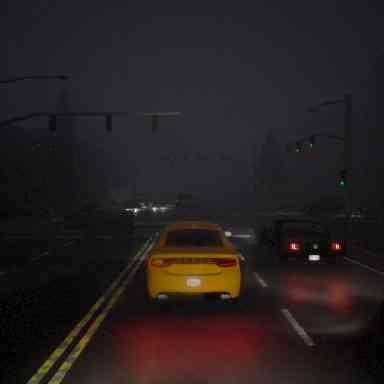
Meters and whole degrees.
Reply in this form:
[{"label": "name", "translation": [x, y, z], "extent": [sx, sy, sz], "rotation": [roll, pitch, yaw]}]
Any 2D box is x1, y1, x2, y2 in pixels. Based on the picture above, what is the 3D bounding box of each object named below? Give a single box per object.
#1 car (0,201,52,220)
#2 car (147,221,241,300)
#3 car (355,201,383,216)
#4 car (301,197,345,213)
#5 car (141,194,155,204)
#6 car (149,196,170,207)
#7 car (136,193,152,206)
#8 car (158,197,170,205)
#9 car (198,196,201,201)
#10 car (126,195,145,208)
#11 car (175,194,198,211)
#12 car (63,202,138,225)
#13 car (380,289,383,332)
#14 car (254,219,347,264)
[{"label": "car", "translation": [-13.964, 1.491, 27.004], "extent": [4.902, 1.511, 2.128], "rotation": [0, 0, -4]}, {"label": "car", "translation": [0.034, 1.478, 8.471], "extent": [1.882, 1.535, 5.008], "rotation": [0, 0, 0]}, {"label": "car", "translation": [18.773, 1.547, 32.194], "extent": [5.357, 1.411, 2.033], "rotation": [0, 0, -2]}, {"label": "car", "translation": [14.083, 1.352, 35.560], "extent": [4.553, 1.767, 2.097], "rotation": [0, 0, -2]}, {"label": "car", "translation": [-8.642, 1.352, 65.550], "extent": [2.097, 1.767, 4.553], "rotation": [0, 0, -1]}, {"label": "car", "translation": [-4.793, 1.564, 49.743], "extent": [1.994, 1.385, 4.181], "rotation": [0, 0, -2]}, {"label": "car", "translation": [-8.441, 1.221, 55.750], "extent": [2.150, 2.045, 5.566], "rotation": [0, 0, -1]}, {"label": "car", "translation": [-5.029, 1.564, 59.772], "extent": [1.994, 1.385, 4.181], "rotation": [0, 0, -1]}, {"label": "car", "translation": [1.306, 1.595, 88.208], "extent": [1.895, 1.301, 4.718], "rotation": [0, 0, -1]}, {"label": "car", "translation": [-8.208, 1.564, 46.431], "extent": [1.994, 1.385, 4.181], "rotation": [0, 0, -1]}, {"label": "car", "translation": [-0.781, 1.221, 40.671], "extent": [2.150, 2.045, 5.566], "rotation": [1, 0, 3]}, {"label": "car", "translation": [-6.533, 1.601, 23.715], "extent": [4.718, 1.301, 1.895], "rotation": [0, 0, -4]}, {"label": "car", "translation": [3.597, 1.478, 2.706], "extent": [1.882, 1.535, 5.008], "rotation": [0, 0, 0]}, {"label": "car", "translation": [3.502, 1.601, 11.795], "extent": [1.895, 1.301, 4.718], "rotation": [0, 0, -1]}]
